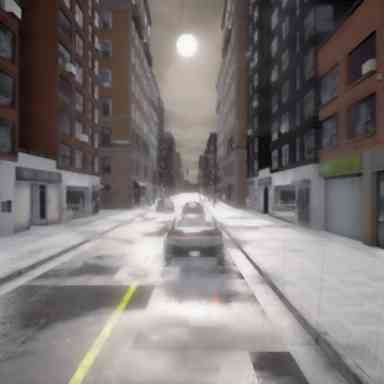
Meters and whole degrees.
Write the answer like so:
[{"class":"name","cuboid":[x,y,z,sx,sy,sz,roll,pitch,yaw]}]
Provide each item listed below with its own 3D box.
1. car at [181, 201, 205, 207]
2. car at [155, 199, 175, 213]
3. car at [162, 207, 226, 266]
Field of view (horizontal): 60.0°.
[{"class":"car","cuboid":[0.090,1.499,27.708,1.812,1.442,4.674,0,0,0]},{"class":"car","cuboid":[-2.843,1.491,36.536,1.812,1.442,4.674,0,0,0]},{"class":"car","cuboid":[0.085,1.480,11.531,2.128,1.511,4.902,0,0,0]}]
